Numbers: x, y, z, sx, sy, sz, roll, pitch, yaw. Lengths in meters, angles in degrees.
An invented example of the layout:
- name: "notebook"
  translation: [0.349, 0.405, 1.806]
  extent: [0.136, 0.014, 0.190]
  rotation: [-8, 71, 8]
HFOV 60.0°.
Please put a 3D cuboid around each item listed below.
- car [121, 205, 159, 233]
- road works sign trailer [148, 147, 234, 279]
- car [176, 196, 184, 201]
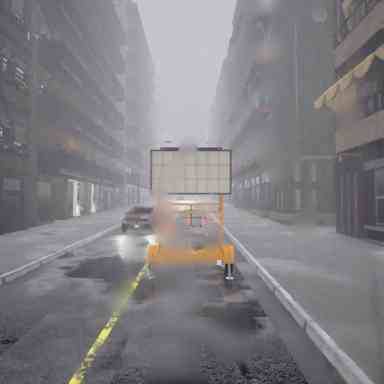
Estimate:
- name: "car"
  translation: [-2.893, 1.537, 19.686]
  extent: [1.812, 1.442, 4.674]
  rotation: [0, 0, 0]
- name: "road works sign trailer"
  translation: [-0.029, 0.470, 10.000]
  extent: [2.380, 3.560, 2.880]
  rotation: [0, 0, 0]
- name: "car"
  translation: [-2.928, 1.657, 83.630]
  extent: [1.895, 1.301, 4.718]
  rotation: [0, 0, 0]
